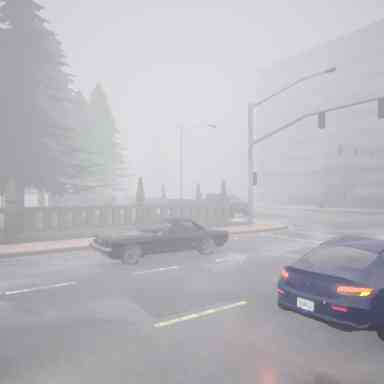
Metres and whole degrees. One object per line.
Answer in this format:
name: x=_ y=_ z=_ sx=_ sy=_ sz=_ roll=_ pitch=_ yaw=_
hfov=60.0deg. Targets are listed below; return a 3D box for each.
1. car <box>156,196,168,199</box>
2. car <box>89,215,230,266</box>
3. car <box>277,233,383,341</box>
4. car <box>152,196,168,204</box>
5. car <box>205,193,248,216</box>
car: x=-3.880 y=1.470 z=45.340 sx=1.812 sy=1.442 sz=4.674 roll=0 pitch=0 yaw=-17
car: x=-1.060 y=1.601 z=11.658 sx=4.718 sy=1.301 sz=1.895 roll=0 pitch=0 yaw=-34
car: x=3.593 y=1.526 z=6.332 sx=4.674 sy=1.442 sz=1.812 roll=0 pitch=0 yaw=-35
car: x=-5.875 y=1.437 z=62.410 sx=2.128 sy=1.511 sz=4.902 roll=0 pitch=0 yaw=5
car: x=3.298 y=1.159 z=31.321 sx=2.150 sy=2.045 sz=5.566 roll=0 pitch=1 yaw=-32
